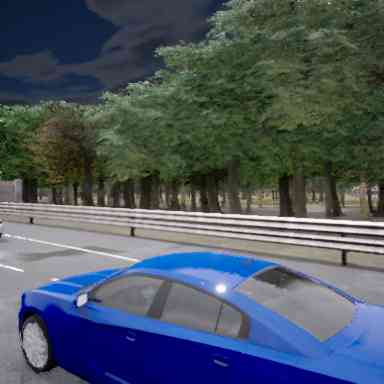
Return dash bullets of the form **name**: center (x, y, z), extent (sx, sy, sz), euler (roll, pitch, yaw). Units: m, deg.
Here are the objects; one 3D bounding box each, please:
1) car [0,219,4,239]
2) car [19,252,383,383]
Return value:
- **car**: center (-10.642, 1.488, 15.755), extent (4.674, 1.442, 1.812), euler (1, 0, 37)
- **car**: center (-0.102, 1.480, 3.943), extent (5.008, 1.535, 1.882), euler (0, 0, 35)
